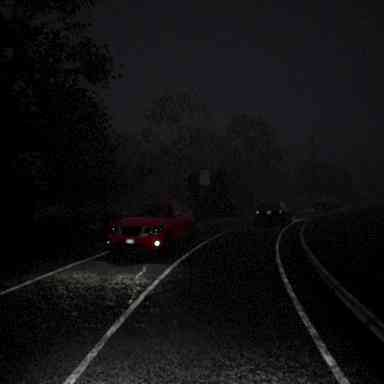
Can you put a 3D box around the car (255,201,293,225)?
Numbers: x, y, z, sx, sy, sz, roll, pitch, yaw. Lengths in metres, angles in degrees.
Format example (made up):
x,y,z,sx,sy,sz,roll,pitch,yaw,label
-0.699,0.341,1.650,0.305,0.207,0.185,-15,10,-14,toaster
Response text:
x,y,z,sx,sy,sz,roll,pitch,yaw,label
6.109,1.434,24.590,2.097,1.767,4.553,-2,-1,24,car

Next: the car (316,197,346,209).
x,y,z,sx,sy,sz,roll,pitch,yaw,label
20.308,1.592,48.510,4.892,1.490,1.837,-2,-3,-40,car

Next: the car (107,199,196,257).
x,y,z,sx,sy,sz,roll,pitch,yaw,label
-1.409,1.330,13.886,2.150,2.045,5.566,-1,-1,15,car

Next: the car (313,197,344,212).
x,y,z,sx,sy,sz,roll,pitch,yaw,label
16.166,1.469,39.660,1.882,1.535,5.008,-5,-3,41,car
